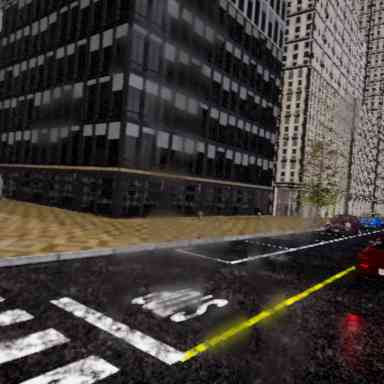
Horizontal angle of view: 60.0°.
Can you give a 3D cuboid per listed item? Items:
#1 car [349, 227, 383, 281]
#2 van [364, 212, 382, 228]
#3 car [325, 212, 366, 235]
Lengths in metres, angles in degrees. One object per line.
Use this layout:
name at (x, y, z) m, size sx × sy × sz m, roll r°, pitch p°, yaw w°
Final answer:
car at (6.633, 2.112, 10.639) m, size 1.812 × 1.442 × 4.674 m, roll 5°, pitch 0°, yaw 40°
van at (19.320, 3.072, 35.922) m, size 1.690 × 1.788 × 3.998 m, roll 4°, pitch -1°, yaw 38°
car at (12.351, 2.552, 27.064) m, size 1.967 × 1.590 × 4.097 m, roll 4°, pitch -1°, yaw 38°
